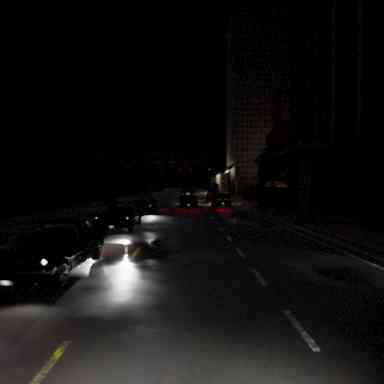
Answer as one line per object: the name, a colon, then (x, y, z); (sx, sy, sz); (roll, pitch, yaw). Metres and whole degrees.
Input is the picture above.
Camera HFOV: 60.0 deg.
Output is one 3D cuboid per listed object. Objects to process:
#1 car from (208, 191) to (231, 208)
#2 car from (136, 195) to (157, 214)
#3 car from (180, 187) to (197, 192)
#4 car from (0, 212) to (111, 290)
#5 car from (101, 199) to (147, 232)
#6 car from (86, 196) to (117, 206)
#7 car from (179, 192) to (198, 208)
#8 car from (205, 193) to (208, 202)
car: (3.087, 0.843, 35.688); (1.837, 1.490, 4.892); (0, 1, 0)
car: (-3.943, 1.020, 27.870); (1.812, 1.442, 4.674); (0, 1, -1)
car: (-0.532, 0.364, 46.841); (2.150, 2.045, 5.566); (0, 2, -1)
car: (-3.706, 1.445, 8.768); (1.895, 1.301, 4.718); (0, 1, -1)
car: (-3.828, 1.277, 17.894); (1.895, 1.301, 4.718); (0, 1, -1)
car: (-7.359, 0.651, 27.260); (2.128, 1.511, 4.902); (0, 1, -1)
car: (-0.368, 0.951, 35.331); (1.895, 1.301, 4.718); (0, 1, -1)
car: (2.899, 0.652, 47.169); (1.812, 1.442, 4.674); (0, 1, 0)
